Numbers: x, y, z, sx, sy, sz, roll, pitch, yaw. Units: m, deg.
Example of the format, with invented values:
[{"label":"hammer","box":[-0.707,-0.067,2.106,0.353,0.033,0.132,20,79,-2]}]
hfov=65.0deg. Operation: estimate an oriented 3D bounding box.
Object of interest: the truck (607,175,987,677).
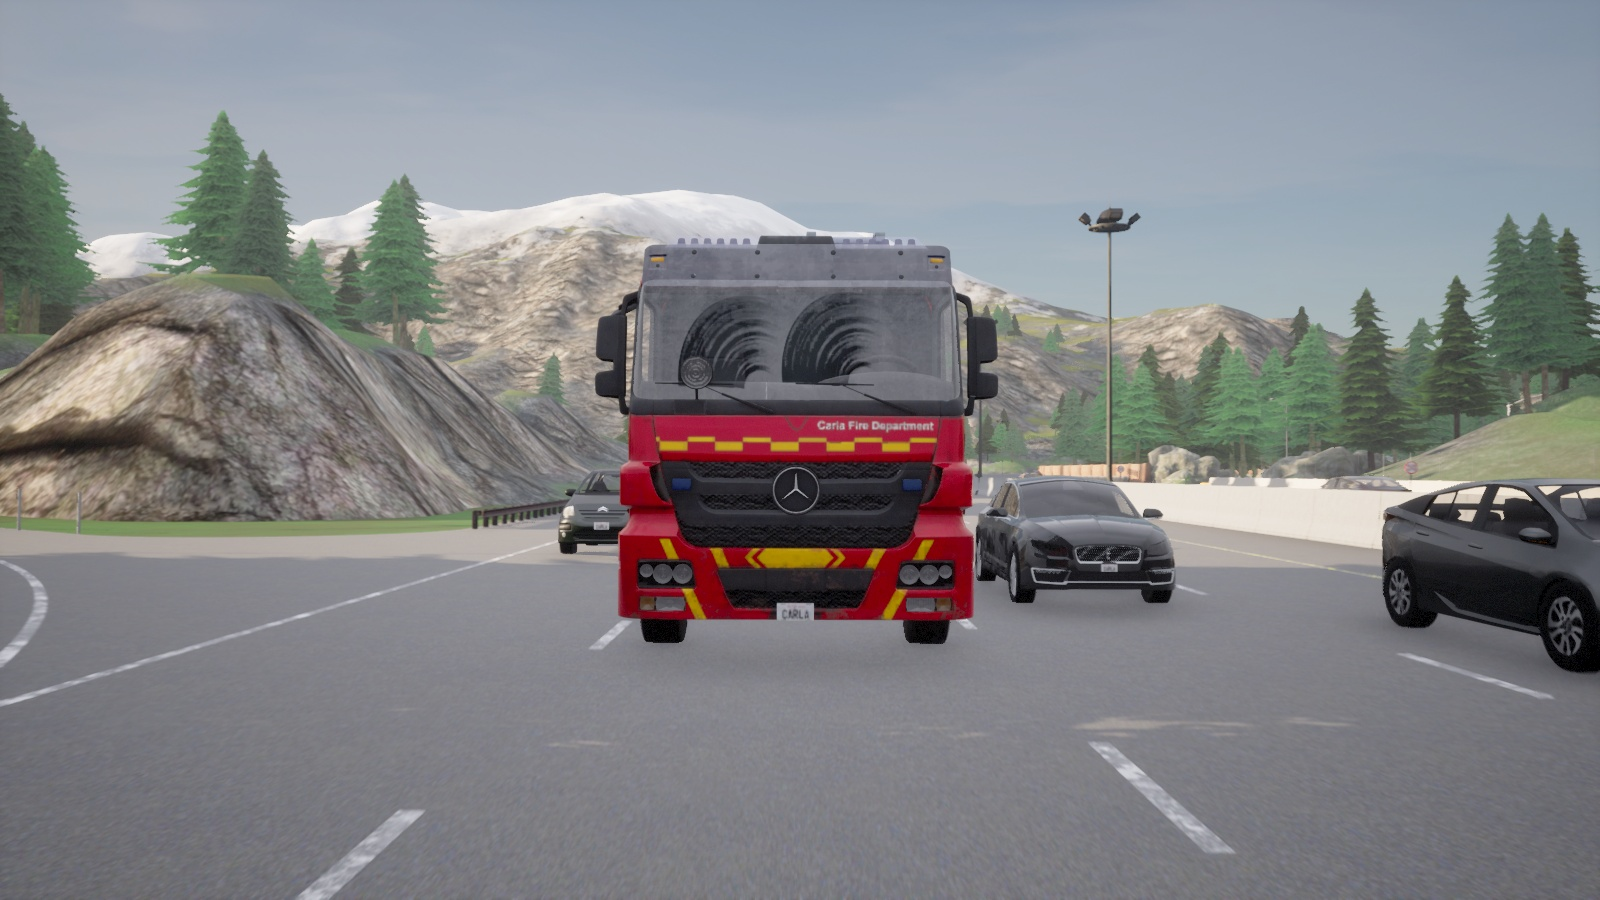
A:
[{"label":"truck","box":[-0.038,-0.118,13.834,2.891,3.827,8.468,0,-1,0]}]

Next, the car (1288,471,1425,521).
[{"label":"car","box":[17.404,1.407,39.574,2.163,1.488,4.792,0,-1,0]}]

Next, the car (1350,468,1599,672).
[{"label":"car","box":[6.972,0.923,11.339,2.007,1.525,4.514,0,-1,0]}]

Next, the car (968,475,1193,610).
[{"label":"car","box":[3.460,1.081,16.475,1.837,1.490,4.892,0,-1,0]}]

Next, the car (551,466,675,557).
[{"label":"car","box":[-3.560,1.138,24.585,1.851,1.617,3.988,0,-1,0]}]
